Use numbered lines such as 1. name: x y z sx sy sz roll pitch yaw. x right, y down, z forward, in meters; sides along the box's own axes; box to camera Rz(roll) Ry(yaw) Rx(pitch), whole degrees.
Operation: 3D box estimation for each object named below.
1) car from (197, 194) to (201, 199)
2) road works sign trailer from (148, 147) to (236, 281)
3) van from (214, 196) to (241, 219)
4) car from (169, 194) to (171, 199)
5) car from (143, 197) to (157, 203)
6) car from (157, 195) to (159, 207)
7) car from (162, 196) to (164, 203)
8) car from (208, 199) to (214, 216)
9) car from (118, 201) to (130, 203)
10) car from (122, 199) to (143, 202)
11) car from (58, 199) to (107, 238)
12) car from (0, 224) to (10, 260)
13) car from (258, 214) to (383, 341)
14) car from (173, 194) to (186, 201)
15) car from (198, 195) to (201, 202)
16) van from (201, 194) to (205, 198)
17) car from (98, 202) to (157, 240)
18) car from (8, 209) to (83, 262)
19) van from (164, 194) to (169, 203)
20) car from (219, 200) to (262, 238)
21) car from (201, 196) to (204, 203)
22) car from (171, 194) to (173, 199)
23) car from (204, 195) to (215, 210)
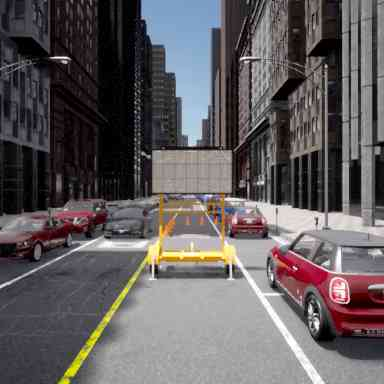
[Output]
1. car: 2.665 1.554 74.146 1.887 1.381 4.507 0 0 0
2. road works sign trailer: 0.001 0.465 9.865 2.380 3.560 2.880 0 0 0
3. van: 2.733 1.343 23.416 1.690 1.788 3.998 0 0 0
4. car: -5.852 1.533 68.315 1.752 1.417 4.829 0 0 0
5. car: -5.815 1.555 40.304 2.008 1.369 4.403 0 0 0
6. car: -5.822 1.530 45.770 1.752 1.417 4.829 0 0 0
7. car: -5.829 1.445 51.576 1.967 1.590 4.097 0 0 0
8. car: 2.725 1.547 29.052 1.887 1.381 4.507 0 0 0
9. car: -5.792 1.568 23.395 1.947 1.339 4.313 0 0 0
10. car: -5.799 1.443 29.032 1.967 1.590 4.097 0 0 0
11. car: -5.784 1.316 17.758 2.192 1.841 5.009 0 0 0
12. car: -5.770 1.566 6.486 1.947 1.339 4.313 0 0 0
13. car: 2.755 1.441 6.505 1.967 1.590 4.097 0 0 0
14. car: -3.114 1.578 84.653 1.994 1.385 4.181 0 0 0
15. car: 2.680 1.573 62.873 1.947 1.339 4.313 0 0 0
16. van: 2.696 1.347 51.600 1.690 1.788 3.998 0 0 0
17. car: -3.125 1.506 17.138 1.837 1.490 4.892 0 0 0
18. car: -5.777 1.546 12.122 1.887 1.381 4.507 0 0 0
19. van: -5.844 1.348 62.849 1.690 1.788 3.998 0 0 0
20. car: 2.741 1.442 17.779 1.967 1.590 4.097 0 0 0
21. car: 2.703 1.571 45.963 1.947 1.339 4.313 0 0 0
22. car: -5.882 1.333 91.031 2.192 1.841 5.009 0 0 0
23. car: 2.719 1.318 34.690 2.192 1.841 5.009 0 0 0
